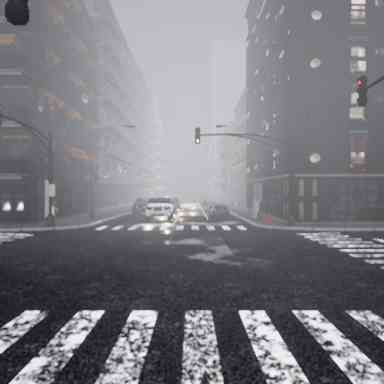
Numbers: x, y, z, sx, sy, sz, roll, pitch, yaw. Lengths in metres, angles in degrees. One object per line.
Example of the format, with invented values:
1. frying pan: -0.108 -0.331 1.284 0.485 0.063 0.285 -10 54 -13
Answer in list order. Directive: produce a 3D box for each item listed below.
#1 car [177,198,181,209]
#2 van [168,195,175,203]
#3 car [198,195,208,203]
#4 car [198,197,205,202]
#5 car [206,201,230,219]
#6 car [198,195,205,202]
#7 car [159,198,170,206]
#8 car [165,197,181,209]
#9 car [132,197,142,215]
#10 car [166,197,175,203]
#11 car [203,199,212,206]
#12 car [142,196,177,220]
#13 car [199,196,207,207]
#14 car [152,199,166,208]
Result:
1. car: -2.815 1.710 39.988 2.128 1.511 4.902 0 0 0
2. van: -5.256 1.803 86.483 1.690 1.788 3.998 -1 0 0
3. car: 2.619 1.748 80.896 2.192 1.841 5.009 -1 0 0
4. car: 2.632 2.071 91.973 1.802 1.307 4.206 -1 0 0
5. car: 2.581 1.752 31.043 1.802 1.307 4.206 -1 0 0
6. car: 2.618 1.987 75.356 1.802 1.307 4.206 -1 0 0
7. car: -5.272 1.929 64.333 1.802 1.307 4.206 -1 0 0
8. car: -2.797 1.624 50.052 2.097 1.767 4.553 0 0 0
9. car: -5.298 1.515 36.649 2.192 1.841 5.009 -1 0 0
10. car: -5.258 1.958 80.775 1.752 1.417 4.829 -1 0 0
11. car: 2.585 1.751 36.582 2.008 1.369 4.403 -1 0 0
12. car: -2.830 1.386 30.041 2.150 2.045 5.566 0 0 0
13. car: 2.604 1.863 58.738 1.887 1.381 4.507 -1 0 0
14. car: -5.281 1.871 53.259 1.802 1.307 4.206 -1 0 0
